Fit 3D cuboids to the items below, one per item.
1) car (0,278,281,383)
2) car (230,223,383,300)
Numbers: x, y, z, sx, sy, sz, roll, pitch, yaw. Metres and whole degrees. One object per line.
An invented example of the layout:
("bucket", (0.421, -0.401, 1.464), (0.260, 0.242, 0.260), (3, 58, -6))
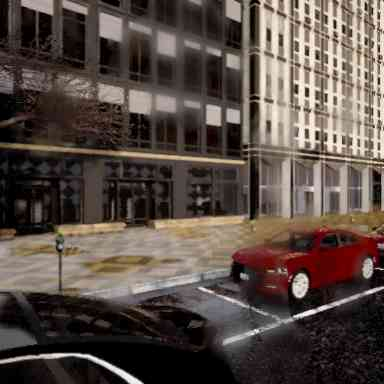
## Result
("car", (-1.883, 1.504, 1.736), (4.892, 1.490, 1.837), (0, 0, -36))
("car", (2.948, 1.562, 8.398), (4.507, 1.381, 1.887), (0, 0, -36))
